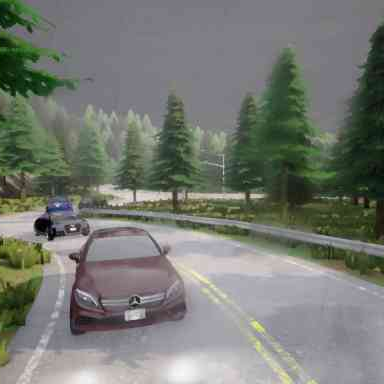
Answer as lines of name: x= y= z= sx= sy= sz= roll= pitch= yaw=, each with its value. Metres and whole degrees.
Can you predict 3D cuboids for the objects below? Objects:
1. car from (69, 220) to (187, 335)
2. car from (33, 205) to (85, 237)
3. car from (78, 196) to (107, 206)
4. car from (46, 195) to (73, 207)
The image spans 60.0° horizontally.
car: x=-1.509 y=1.522 z=7.035 sx=1.812 sy=1.442 sz=4.674 roll=-2 pitch=0 yaw=-17
car: x=-7.022 y=1.664 z=17.742 sx=1.994 sy=1.385 sz=4.181 roll=-4 pitch=2 yaw=-38
car: x=-12.641 y=1.287 z=42.798 sx=2.097 sy=1.767 sz=4.553 roll=2 pitch=2 yaw=13
car: x=-12.803 y=1.325 z=32.214 sx=2.150 sy=2.045 sz=5.566 roll=-1 pitch=0 yaw=-18
